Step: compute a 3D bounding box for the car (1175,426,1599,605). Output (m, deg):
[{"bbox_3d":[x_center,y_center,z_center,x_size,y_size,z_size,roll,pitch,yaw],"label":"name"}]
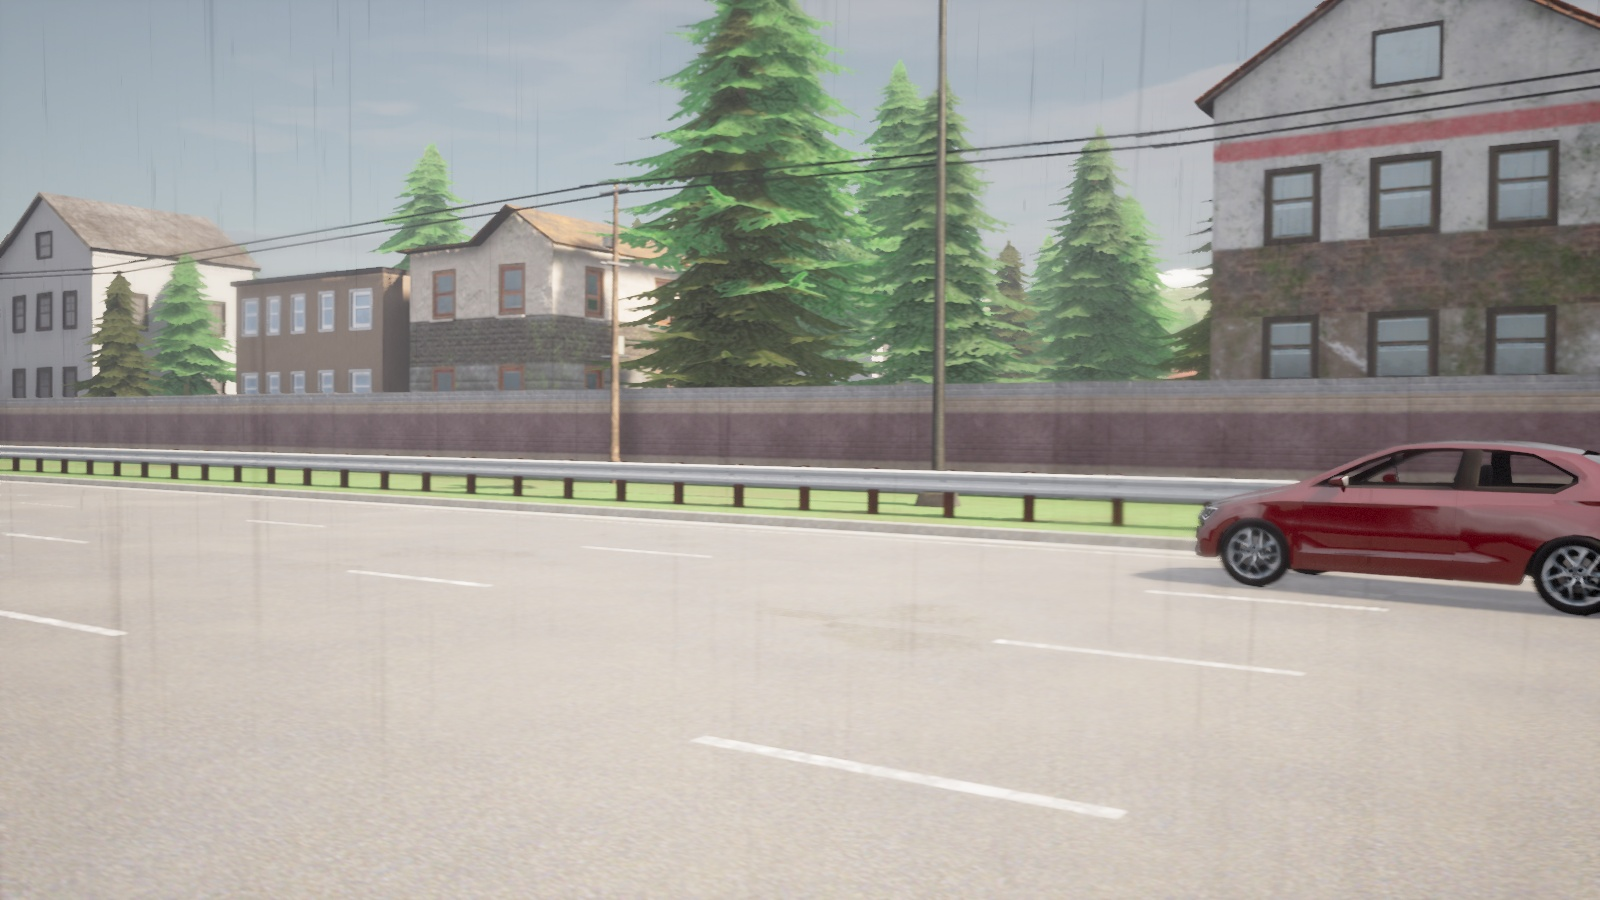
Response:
[{"bbox_3d":[5.989,0.526,12.059,4.193,1.474,1.816,0,1,41],"label":"car"}]
